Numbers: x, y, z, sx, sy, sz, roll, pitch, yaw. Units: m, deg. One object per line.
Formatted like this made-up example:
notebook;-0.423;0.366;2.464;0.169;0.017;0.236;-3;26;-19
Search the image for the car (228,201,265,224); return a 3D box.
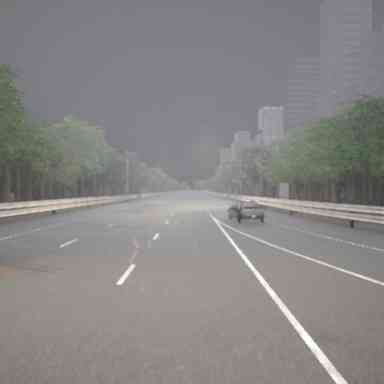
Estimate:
car;3.828;1.376;24.000;2.128;1.511;4.902;0;0;-4
